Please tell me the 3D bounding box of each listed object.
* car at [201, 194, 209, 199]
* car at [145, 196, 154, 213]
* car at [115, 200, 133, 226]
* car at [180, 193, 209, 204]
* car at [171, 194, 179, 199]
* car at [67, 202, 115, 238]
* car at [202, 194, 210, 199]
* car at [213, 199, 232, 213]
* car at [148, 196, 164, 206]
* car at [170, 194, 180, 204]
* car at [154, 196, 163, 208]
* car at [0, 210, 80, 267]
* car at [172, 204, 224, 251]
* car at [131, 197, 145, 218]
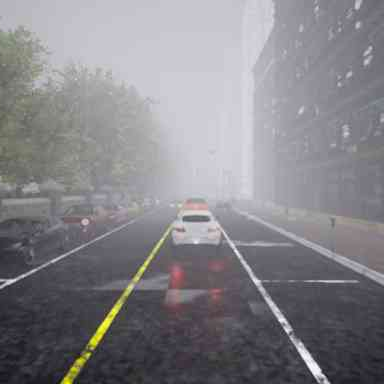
[{"bbox_3d":[3.654,1.115,93.397,1.947,1.339,4.313,0,0,1],"label":"car"},{"bbox_3d":[-5.344,1.262,33.320,1.967,1.590,4.097,0,0,1],"label":"car"},{"bbox_3d":[-5.458,1.461,22.244,1.802,1.307,4.206,0,0,1],"label":"car"},{"bbox_3d":[0.332,1.202,27.890,2.097,1.767,4.553,0,0,1],"label":"car"},{"bbox_3d":[-4.726,1.129,93.483,1.802,1.307,4.206,0,0,1],"label":"car"},{"bbox_3d":[-5.514,1.348,16.705,1.967,1.590,4.097,0,0,1],"label":"car"},{"bbox_3d":[3.596,1.138,87.765,1.947,1.339,4.313,0,0,1],"label":"car"},{"bbox_3d":[3.036,1.374,33.237,2.008,1.369,4.403,0,0,1],"label":"car"},{"bbox_3d":[-5.302,1.284,49.936,1.887,1.381,4.507,0,0,1],"label":"car"},{"bbox_3d":[-2.456,1.263,54.981,2.033,1.411,5.357,0,0,1],"label":"car"},{"bbox_3d":[-5.308,1.317,44.396,2.008,1.369,4.403,0,0,1],"label":"car"},{"bbox_3d":[-5.572,1.504,11.167,1.947,1.339,4.313,0,0,1],"label":"car"},{"bbox_3d":[0.193,1.450,13.710,1.812,1.442,4.674,0,1,1],"label":"car"},{"bbox_3d":[-5.402,1.377,27.612,1.752,1.417,4.829,0,0,1],"label":"car"}]
